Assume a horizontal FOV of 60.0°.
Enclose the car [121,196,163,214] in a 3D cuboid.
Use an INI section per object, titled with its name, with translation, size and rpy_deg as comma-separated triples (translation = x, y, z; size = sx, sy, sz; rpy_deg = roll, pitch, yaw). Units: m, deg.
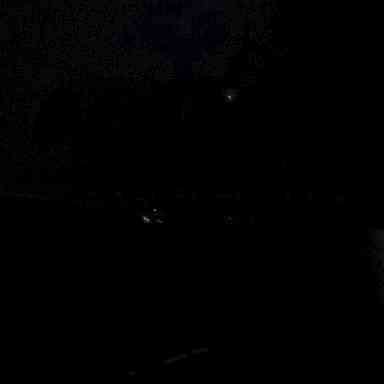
[car]
translation = -4.670, 1.095, 30.212
size = 2.033, 1.411, 5.357
rpy_deg = -1, 2, -36
